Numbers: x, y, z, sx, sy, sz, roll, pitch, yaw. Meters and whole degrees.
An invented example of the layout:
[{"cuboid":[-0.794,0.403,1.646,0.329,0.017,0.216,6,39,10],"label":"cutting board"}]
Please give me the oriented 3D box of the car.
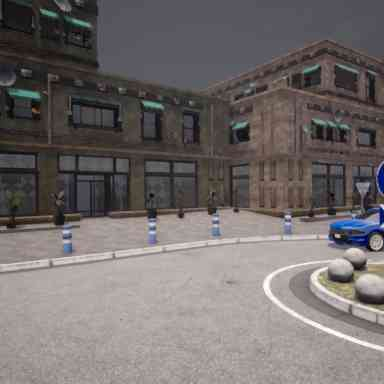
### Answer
[{"cuboid":[7.798,1.345,13.175,5.008,1.535,1.882,-1,0,-18],"label":"car"}]
